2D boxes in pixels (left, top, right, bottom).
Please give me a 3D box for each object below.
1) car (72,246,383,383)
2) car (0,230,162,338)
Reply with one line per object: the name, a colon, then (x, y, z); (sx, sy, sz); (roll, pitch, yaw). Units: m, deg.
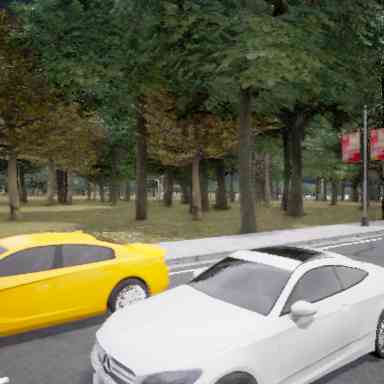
car: (1.072, 1.526, 4.451); (4.674, 1.442, 1.812); (0, 0, -35)
car: (-2.771, 1.477, 5.702); (5.008, 1.535, 1.882); (0, 0, -36)
